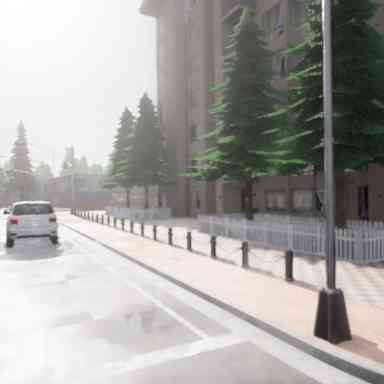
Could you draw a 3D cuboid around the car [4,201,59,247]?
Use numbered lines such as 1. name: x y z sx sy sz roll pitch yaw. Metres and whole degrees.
1. car: -8.226 1.485 17.012 2.150 2.045 5.566 0 -1 -29
